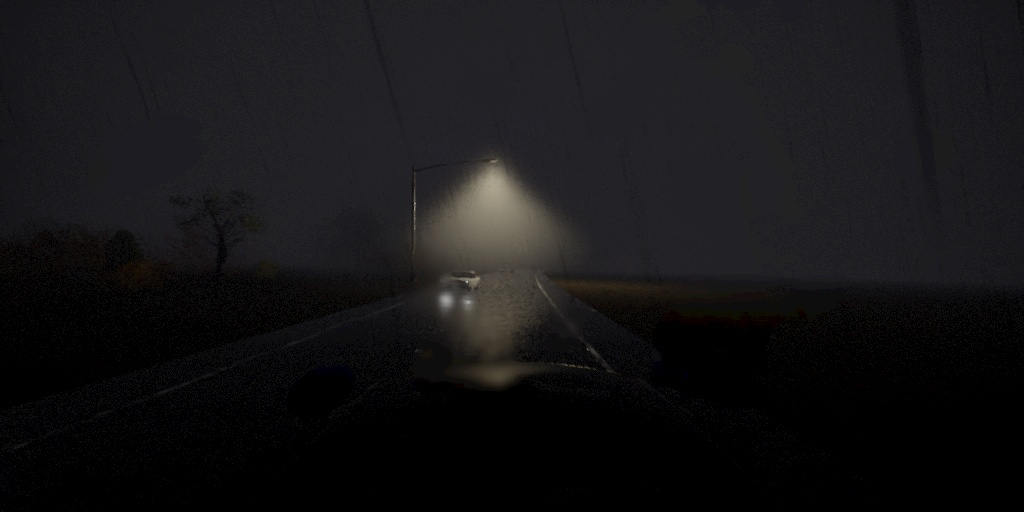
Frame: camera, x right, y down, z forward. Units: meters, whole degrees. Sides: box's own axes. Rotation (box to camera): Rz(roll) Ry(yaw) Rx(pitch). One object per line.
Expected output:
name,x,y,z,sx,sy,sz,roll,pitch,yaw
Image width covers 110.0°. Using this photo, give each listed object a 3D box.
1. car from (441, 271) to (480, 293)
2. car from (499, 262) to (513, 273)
car,-3.269,1.659,23.557,1.895,1.301,4.718,0,-1,2
car,-0.985,2.007,64.598,2.150,2.045,5.566,0,-1,5
